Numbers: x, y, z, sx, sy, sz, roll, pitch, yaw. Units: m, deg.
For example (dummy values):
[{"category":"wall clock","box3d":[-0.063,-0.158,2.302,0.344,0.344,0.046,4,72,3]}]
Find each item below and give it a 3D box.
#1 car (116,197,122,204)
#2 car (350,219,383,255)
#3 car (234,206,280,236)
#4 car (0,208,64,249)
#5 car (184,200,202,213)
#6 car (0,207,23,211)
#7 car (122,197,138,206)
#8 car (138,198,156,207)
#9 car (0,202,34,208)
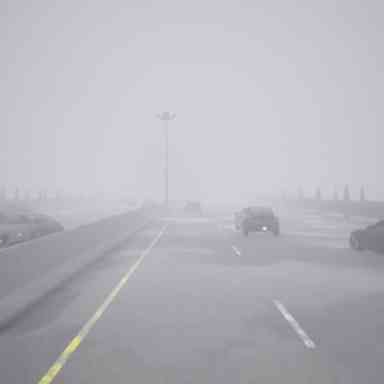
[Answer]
[{"category":"car","box3d":[-13.973,1.752,67.200,2.033,1.411,5.357,0,0,0]},{"category":"car","box3d":[7.103,1.561,11.123,1.812,1.442,4.674,0,0,0]},{"category":"car","box3d":[3.604,1.565,18.929,1.837,1.490,4.892,0,0,0]},{"category":"car","box3d":[-7.096,1.609,14.156,1.994,1.385,4.181,0,0,0]},{"category":"car","box3d":[0.110,1.611,37.867,2.128,1.511,4.902,0,0,0]},{"category":"car","box3d":[-10.595,1.653,16.479,1.895,1.301,4.718,0,0,0]},{"category":"car","box3d":[-10.527,1.710,58.600,1.812,1.442,4.674,0,0,1]},{"category":"car","box3d":[-7.043,1.719,54.593,2.033,1.411,5.357,0,0,1]},{"category":"car","box3d":[-14.089,1.573,25.922,2.128,1.511,4.902,0,0,0]}]
